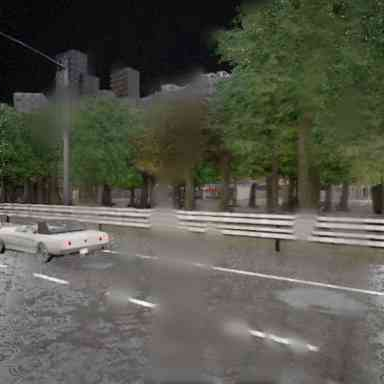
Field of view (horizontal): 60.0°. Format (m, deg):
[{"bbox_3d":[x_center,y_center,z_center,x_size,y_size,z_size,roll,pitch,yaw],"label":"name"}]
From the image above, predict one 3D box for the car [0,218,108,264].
[{"bbox_3d":[-5.250,1.601,11.912,4.718,1.301,1.895,0,0,36],"label":"car"}]
